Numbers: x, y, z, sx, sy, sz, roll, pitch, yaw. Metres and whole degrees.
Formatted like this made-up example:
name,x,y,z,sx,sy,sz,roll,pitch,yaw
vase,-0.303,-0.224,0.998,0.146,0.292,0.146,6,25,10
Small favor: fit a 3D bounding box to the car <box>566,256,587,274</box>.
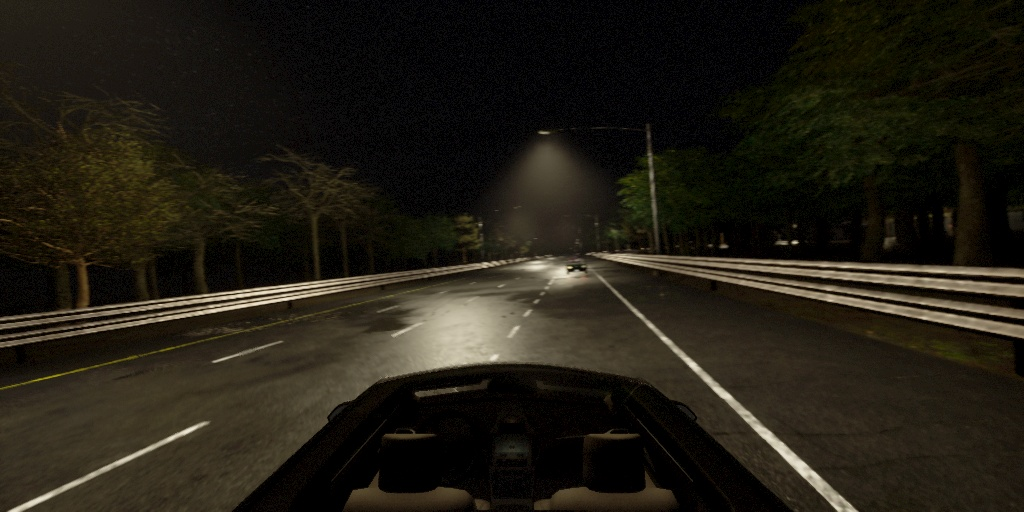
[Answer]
name,x,y,z,sx,sy,sz,roll,pitch,yaw
car,6.113,0.992,34.027,1.895,1.301,4.718,-4,0,10
